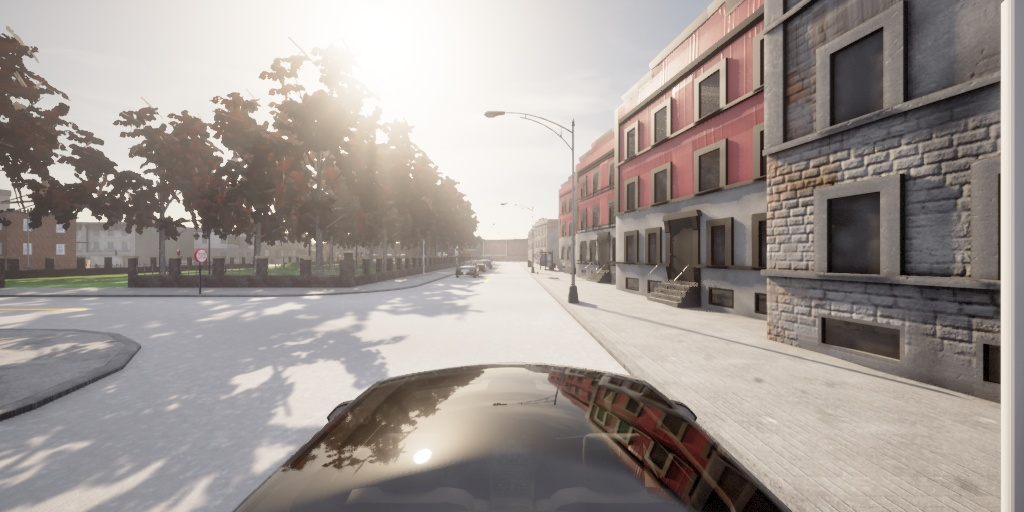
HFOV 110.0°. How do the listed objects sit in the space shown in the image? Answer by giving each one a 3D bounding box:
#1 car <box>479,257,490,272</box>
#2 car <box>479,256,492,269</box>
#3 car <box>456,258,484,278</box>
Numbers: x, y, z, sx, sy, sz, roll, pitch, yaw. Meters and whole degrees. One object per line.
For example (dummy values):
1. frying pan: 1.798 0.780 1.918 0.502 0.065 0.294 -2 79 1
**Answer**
1. car: -4.199 1.228 44.330 1.882 1.535 5.008 0 0 0
2. car: -4.197 0.973 55.335 2.150 2.045 5.566 0 0 0
3. car: -4.179 1.241 34.182 2.128 1.511 4.902 0 0 0
